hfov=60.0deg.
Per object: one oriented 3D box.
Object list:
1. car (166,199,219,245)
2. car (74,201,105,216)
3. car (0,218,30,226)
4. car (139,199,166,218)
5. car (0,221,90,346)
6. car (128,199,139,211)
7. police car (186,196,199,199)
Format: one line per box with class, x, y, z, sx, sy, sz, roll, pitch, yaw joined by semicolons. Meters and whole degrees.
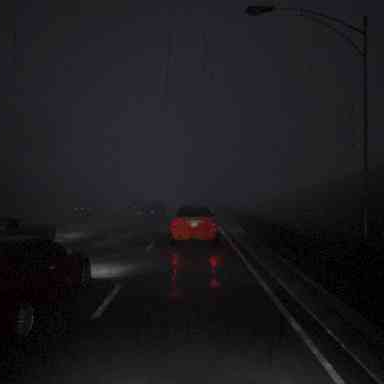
car;0.092;1.379;15.949;2.097;1.767;4.553;0;0;0
car;-10.414;1.620;34.096;2.033;1.411;5.357;0;0;0
car;-6.890;1.632;12.565;1.895;1.301;4.718;0;0;0
car;-3.418;1.536;31.067;1.882;1.535;5.008;0;0;0
car;-3.388;1.541;6.240;1.812;1.442;4.674;0;0;0
car;-6.922;1.608;42.172;1.812;1.442;4.674;0;0;0
police car;0.073;1.515;51.675;1.930;1.638;5.238;0;0;0
